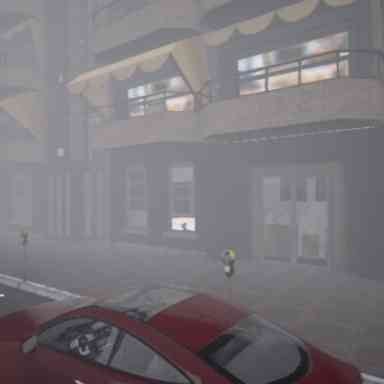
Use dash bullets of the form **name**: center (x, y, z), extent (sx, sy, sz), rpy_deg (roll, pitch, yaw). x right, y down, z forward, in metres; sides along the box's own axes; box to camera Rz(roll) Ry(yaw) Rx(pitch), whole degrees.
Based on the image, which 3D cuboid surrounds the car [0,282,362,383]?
- **car**: center (-0.559, 1.605, 3.273), extent (4.206, 1.307, 1.802), rpy_deg (-1, 0, 35)
